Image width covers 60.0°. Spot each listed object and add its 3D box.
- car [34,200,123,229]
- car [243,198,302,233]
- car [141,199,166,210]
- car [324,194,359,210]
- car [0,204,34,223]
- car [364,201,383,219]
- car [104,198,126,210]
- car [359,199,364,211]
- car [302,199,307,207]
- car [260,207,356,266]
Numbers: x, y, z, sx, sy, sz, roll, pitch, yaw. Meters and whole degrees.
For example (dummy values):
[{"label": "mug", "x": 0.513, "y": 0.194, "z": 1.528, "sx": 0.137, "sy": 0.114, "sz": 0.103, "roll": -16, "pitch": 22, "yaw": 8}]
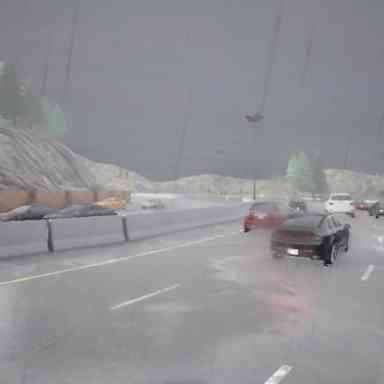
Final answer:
[{"label": "car", "x": -6.844, "y": 1.500, "z": 20.604, "sx": 1.837, "sy": 1.490, "sz": 4.892, "roll": 0, "pitch": 0, "yaw": 32}, {"label": "car", "x": 4.633, "y": 1.342, "z": 19.194, "sx": 2.097, "sy": 1.767, "sz": 4.553, "roll": 0, "pitch": 0, "yaw": 29}, {"label": "car", "x": -4.966, "y": 1.587, "z": 42.833, "sx": 1.895, "sy": 1.301, "sz": 4.718, "roll": 0, "pitch": 0, "yaw": 13}, {"label": "car", "x": 13.438, "y": 1.198, "z": 30.491, "sx": 2.150, "sy": 2.045, "sz": 5.566, "roll": 0, "pitch": -1, "yaw": 19}, {"label": "car", "x": -10.414, "y": 1.523, "z": 21.469, "sx": 1.812, "sy": 1.442, "sz": 4.674, "roll": 0, "pitch": 0, "yaw": 33}, {"label": "car", "x": 16.424, "y": 1.526, "z": 28.458, "sx": 2.033, "sy": 1.411, "sz": 5.357, "roll": 0, "pitch": 0, "yaw": 20}, {"label": "car", "x": -9.589, "y": 1.467, "z": 39.340, "sx": 1.882, "sy": 1.535, "sz": 5.008, "roll": 0, "pitch": 0, "yaw": 17}, {"label": "car", "x": 19.265, "y": 1.539, "z": 38.881, "sx": 1.994, "sy": 1.385, "sz": 4.181, "roll": 0, "pitch": 0, "yaw": 12}, {"label": "car", "x": 11.706, "y": 1.484, "z": 37.042, "sx": 1.837, "sy": 1.490, "sz": 4.892, "roll": 0, "pitch": 0, "yaw": 15}, {"label": "car", "x": 4.307, "y": 1.498, "z": 11.770, "sx": 1.837, "sy": 1.490, "sz": 4.892, "roll": 0, "pitch": 0, "yaw": 34}]
